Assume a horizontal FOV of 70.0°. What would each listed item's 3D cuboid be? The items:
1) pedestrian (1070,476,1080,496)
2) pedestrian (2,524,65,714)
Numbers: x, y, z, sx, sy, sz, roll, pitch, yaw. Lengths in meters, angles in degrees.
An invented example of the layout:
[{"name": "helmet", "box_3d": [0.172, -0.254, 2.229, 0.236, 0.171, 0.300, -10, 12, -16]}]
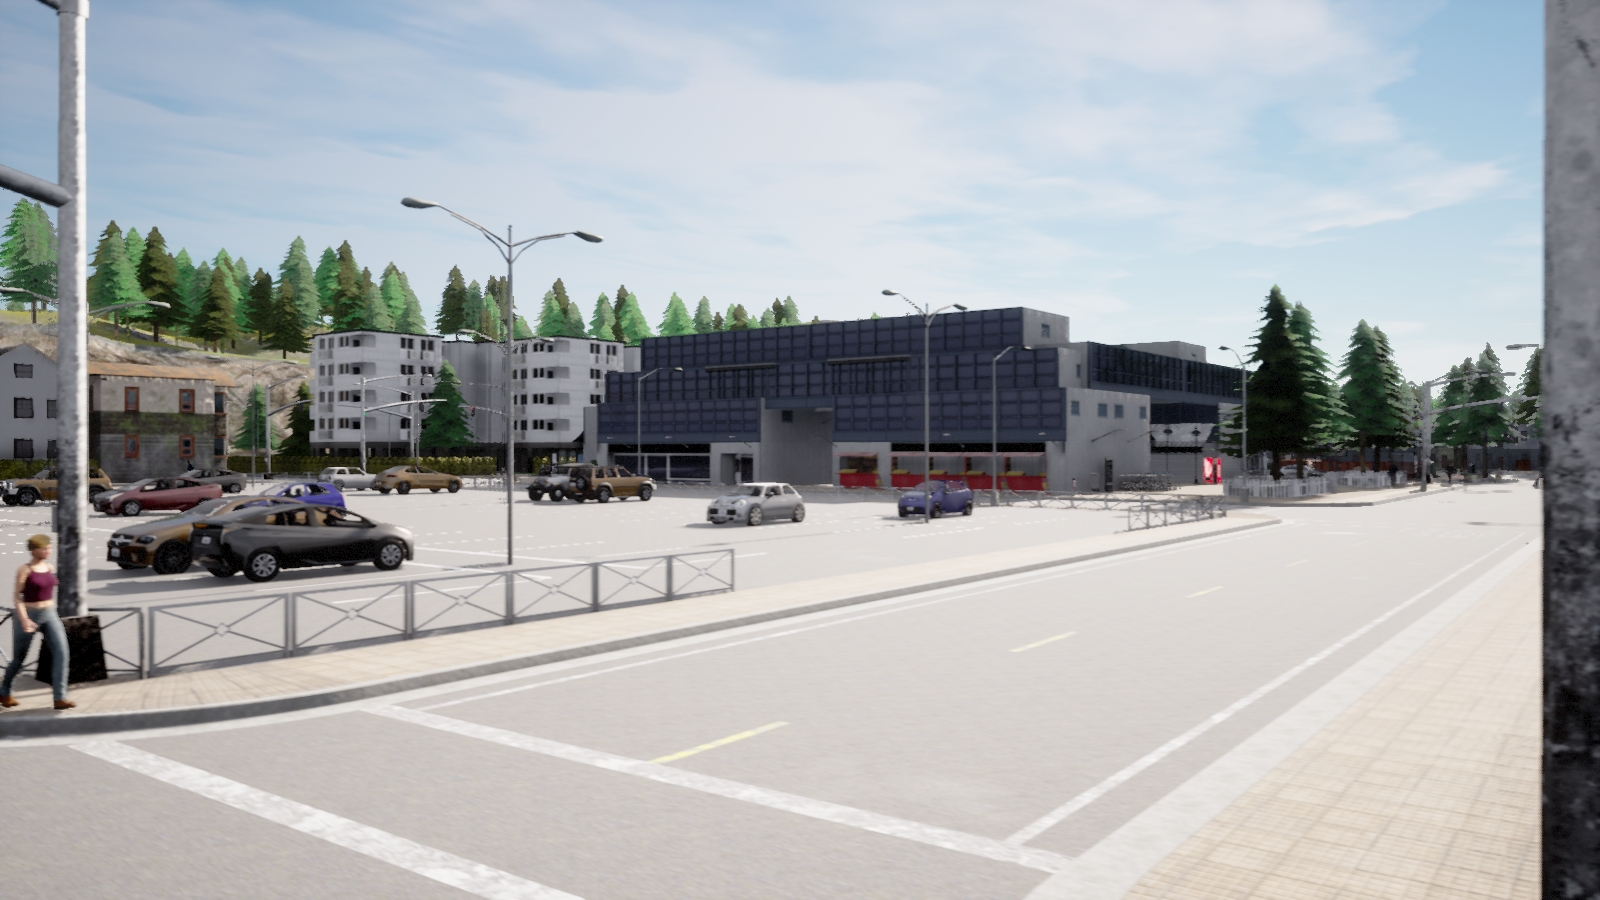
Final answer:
[{"name": "pedestrian", "box_3d": [15.685, 2.052, 65.197, 0.500, 1.100, 0.500, 0, 0, 11]}, {"name": "pedestrian", "box_3d": [-7.773, 1.691, 11.594, 0.375, 1.860, 0.375, 0, 0, 19]}]
